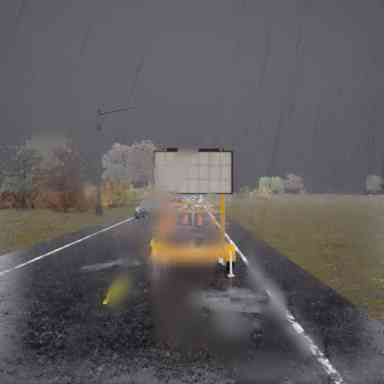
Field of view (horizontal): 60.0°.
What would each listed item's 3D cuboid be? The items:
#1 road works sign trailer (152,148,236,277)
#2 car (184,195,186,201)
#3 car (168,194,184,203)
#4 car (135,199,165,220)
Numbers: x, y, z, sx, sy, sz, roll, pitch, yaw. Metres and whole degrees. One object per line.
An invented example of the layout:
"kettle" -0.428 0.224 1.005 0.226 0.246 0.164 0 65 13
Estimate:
"road works sign trailer" 0.031 0.468 10.241 2.380 3.560 2.880 0 0 -1
"car" -2.651 1.441 90.325 2.097 1.767 4.553 0 0 1
"car" -3.105 1.259 60.688 2.150 2.045 5.566 0 0 1
"car" -3.506 1.367 28.272 2.097 1.767 4.553 0 0 0
